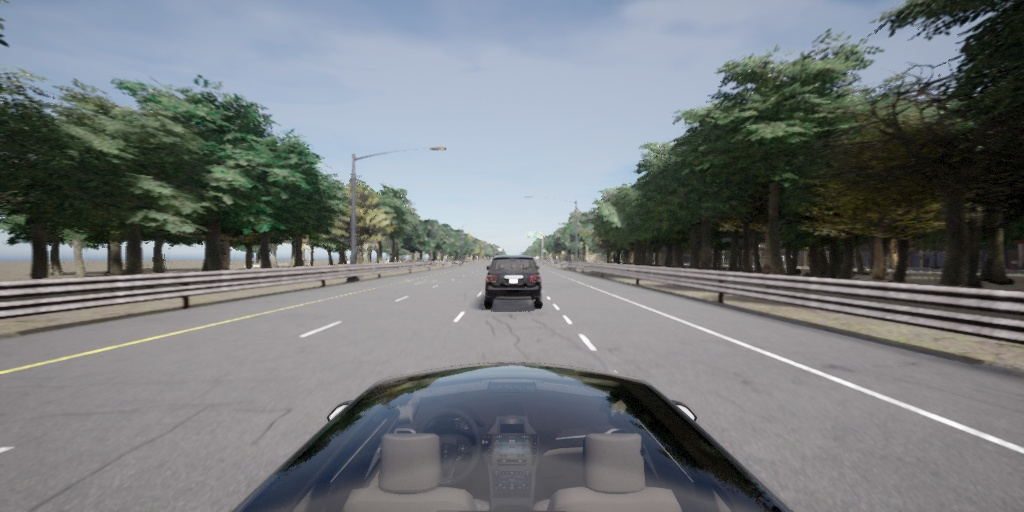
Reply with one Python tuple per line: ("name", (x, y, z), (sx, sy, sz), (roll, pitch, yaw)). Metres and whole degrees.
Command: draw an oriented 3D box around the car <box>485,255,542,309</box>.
("car", (0.051, 0.987, 15.385), (2.150, 2.045, 5.566), (0, 0, 0))
